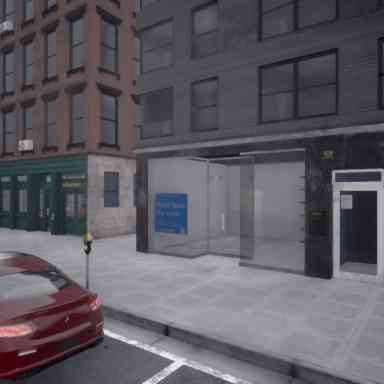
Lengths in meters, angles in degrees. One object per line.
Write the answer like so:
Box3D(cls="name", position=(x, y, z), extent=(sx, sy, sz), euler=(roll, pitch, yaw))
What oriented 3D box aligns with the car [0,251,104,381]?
Box3D(cls="car", position=(-3.089, 1.582, 5.026), extent=(4.206, 1.307, 1.802), euler=(0, 0, 36))
